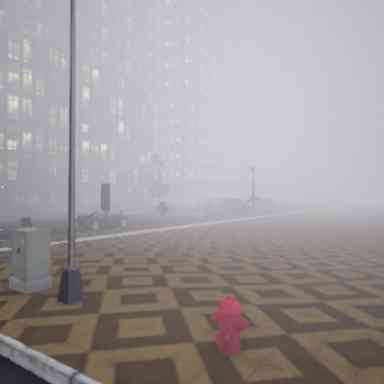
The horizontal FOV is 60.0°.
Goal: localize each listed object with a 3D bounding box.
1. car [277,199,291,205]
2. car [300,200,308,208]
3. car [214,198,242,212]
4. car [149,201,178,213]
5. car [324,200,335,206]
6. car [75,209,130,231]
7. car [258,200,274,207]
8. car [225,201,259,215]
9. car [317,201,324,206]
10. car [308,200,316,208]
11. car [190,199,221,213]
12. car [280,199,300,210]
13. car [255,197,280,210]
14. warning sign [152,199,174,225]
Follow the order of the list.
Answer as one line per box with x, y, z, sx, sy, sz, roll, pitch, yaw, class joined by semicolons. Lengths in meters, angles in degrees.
22.102;2.431;79.486;1.947;1.339;4.313;0;0;35;car
19.312;2.383;60.806;1.802;1.307;4.206;0;0;35;car
5.800;1.800;46.021;2.150;2.045;5.566;1;0;36;car
-3.676;1.864;42.446;1.967;1.590;4.097;0;0;35;car
32.205;2.587;79.331;1.947;1.339;4.313;0;0;35;car
-6.366;1.908;23.685;2.008;1.369;4.403;0;-1;35;car
15.658;2.337;70.226;1.802;1.307;4.206;0;0;35;car
6.419;2.146;42.281;1.947;1.339;4.313;0;0;35;car
25.758;2.477;70.068;1.947;1.339;4.313;0;0;35;car
22.536;2.296;65.438;1.967;1.590;4.097;0;0;35;car
1.588;2.035;45.417;1.812;1.442;4.674;1;0;35;car
16.089;2.312;56.175;1.947;1.339;4.313;0;0;35;car
12.252;1.908;55.349;2.150;2.045;5.566;1;0;35;car
-2.239;1.539;25.640;1.300;1.860;1.060;2;1;35;warning sign
